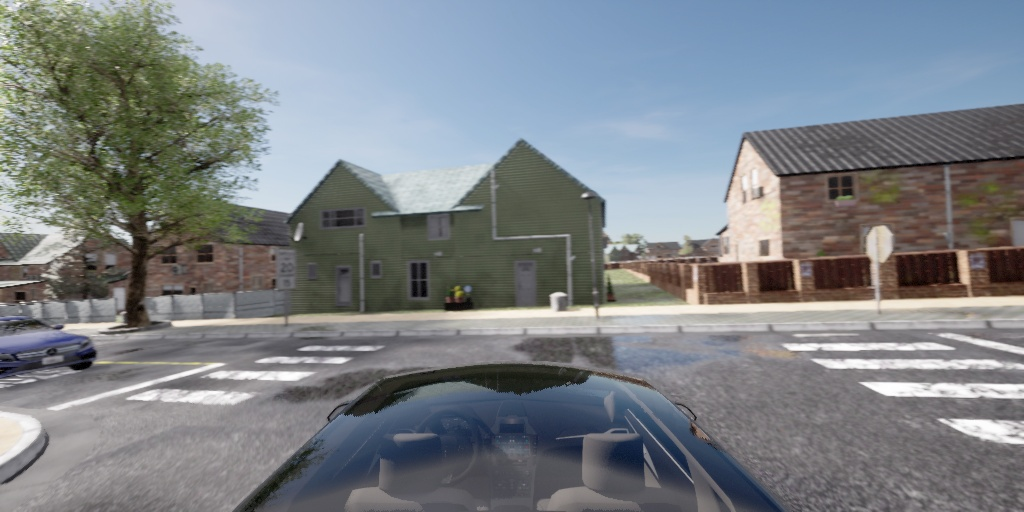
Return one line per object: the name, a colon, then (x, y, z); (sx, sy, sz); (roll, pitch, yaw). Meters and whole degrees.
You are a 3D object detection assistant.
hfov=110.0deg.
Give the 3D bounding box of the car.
car: (-12.387, 2.190, 8.499); (4.674, 1.442, 1.812); (-4, -2, 15)
